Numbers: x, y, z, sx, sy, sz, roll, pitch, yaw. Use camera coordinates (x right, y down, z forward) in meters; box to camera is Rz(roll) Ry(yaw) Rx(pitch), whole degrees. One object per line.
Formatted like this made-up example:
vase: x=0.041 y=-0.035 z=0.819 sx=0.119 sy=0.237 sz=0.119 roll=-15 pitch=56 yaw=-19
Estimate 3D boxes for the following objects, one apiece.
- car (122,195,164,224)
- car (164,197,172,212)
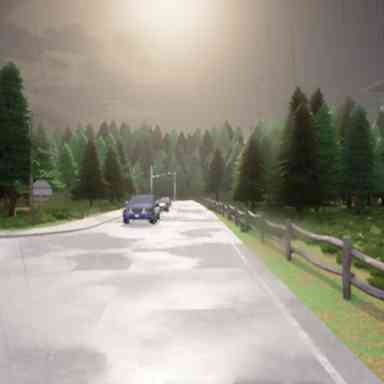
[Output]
car: x=-3.625 y=1.223 z=24.911 sx=2.150 sy=2.045 sz=5.566 roll=0 pitch=0 yaw=1
car: x=-3.602 y=1.570 z=37.678 sx=1.994 sy=1.385 sz=4.181 roll=0 pitch=0 yaw=-2
